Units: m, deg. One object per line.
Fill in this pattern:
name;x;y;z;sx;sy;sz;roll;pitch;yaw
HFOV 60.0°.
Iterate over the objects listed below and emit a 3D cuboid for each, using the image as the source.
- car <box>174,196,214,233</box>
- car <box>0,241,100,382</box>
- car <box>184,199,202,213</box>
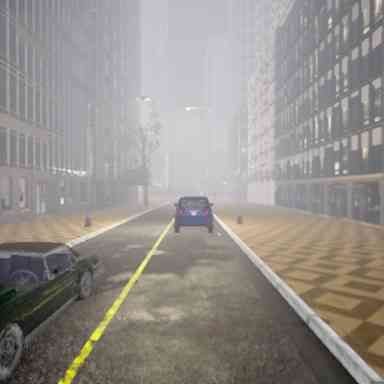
car;0.100;1.224;19.998;2.150;2.045;5.566;0;0;0
car;-3.089;1.601;5.554;1.895;1.301;4.718;0;0;0
car;0.104;1.562;39.201;2.033;1.411;5.357;0;0;0
